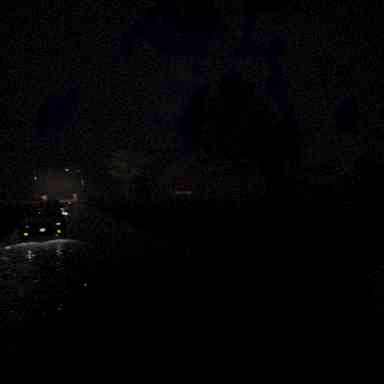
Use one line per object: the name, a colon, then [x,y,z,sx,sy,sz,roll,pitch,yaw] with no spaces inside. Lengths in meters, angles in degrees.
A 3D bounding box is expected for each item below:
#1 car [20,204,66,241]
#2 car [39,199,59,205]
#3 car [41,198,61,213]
car: [-7.746,1.591,17.423,1.994,1.385,4.181,-3,1,-22]
car: [-11.545,1.506,26.752,2.128,1.511,4.902,-3,1,-22]
car: [-16.814,1.553,39.822,2.033,1.411,5.357,-3,1,-22]
